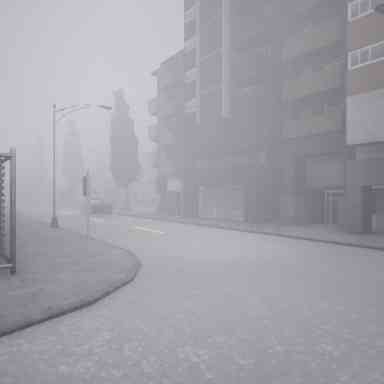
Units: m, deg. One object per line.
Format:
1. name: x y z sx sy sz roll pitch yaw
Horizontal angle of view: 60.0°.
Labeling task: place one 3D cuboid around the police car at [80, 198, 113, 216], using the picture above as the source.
1. police car: -9.504 1.425 32.702 1.930 1.638 5.238 0 0 -36
